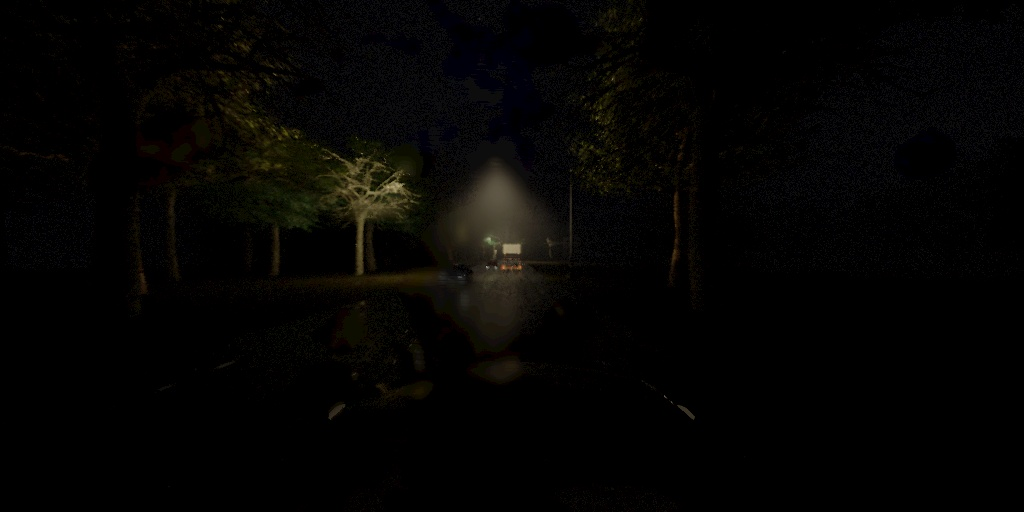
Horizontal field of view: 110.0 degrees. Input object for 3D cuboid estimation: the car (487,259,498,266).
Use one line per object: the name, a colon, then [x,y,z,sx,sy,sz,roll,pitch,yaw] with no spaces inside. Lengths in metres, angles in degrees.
car: [-3.525,1.186,64.553,1.895,1.301,4.718,0,1,0]

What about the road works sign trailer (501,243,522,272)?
road works sign trailer: [-0.015,0.163,44.597,2.380,3.560,2.880,0,0,0]

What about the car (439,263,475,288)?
car: [-3.590,1.260,23.920,1.837,1.490,4.892,0,0,0]
